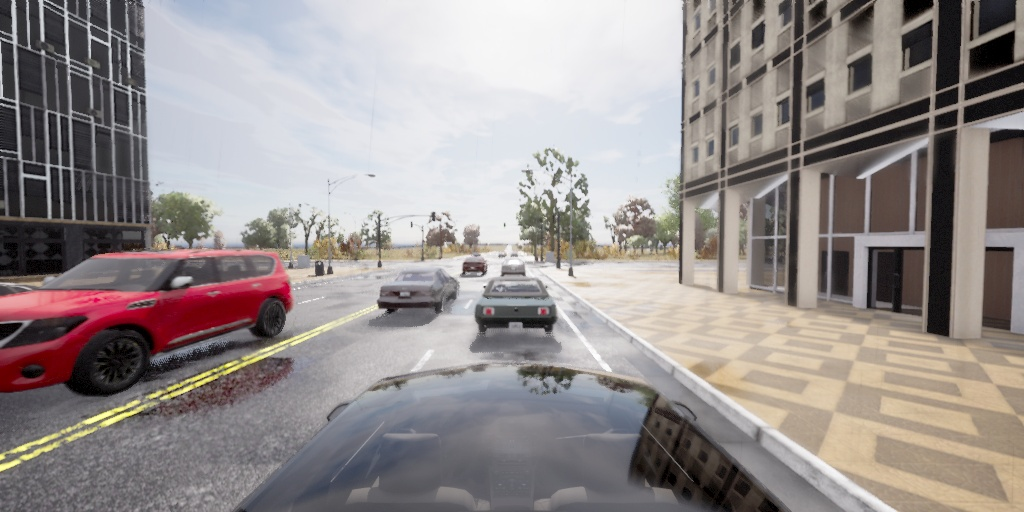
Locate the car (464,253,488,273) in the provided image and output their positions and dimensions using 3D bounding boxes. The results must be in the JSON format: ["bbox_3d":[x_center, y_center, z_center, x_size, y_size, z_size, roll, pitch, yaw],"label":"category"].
[{"bbox_3d":[-3.155,0.763,31.099,1.882,1.535,5.008,0,1,0],"label":"car"}]

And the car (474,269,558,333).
[{"bbox_3d":[0.095,1.220,10.176,1.895,1.301,4.718,0,1,0],"label":"car"}]

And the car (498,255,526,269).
[{"bbox_3d":[0.098,0.888,27.656,2.033,1.411,5.357,0,1,0],"label":"car"}]

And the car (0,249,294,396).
[{"bbox_3d":[-6.599,0.893,6.803,2.150,2.045,5.566,0,1,0],"label":"car"}]

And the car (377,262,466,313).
[{"bbox_3d":[-3.152,1.121,13.053,2.033,1.411,5.357,0,1,0],"label":"car"}]

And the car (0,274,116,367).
[{"bbox_3d":[-9.849,1.194,5.632,1.837,1.490,4.892,0,1,0],"label":"car"}]

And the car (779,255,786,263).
[{"bbox_3d":[39.183,0.296,47.942,4.553,1.767,2.097,0,2,3],"label":"car"}]

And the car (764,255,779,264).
[{"bbox_3d":[37.573,0.444,51.278,4.718,1.301,1.895,0,2,3],"label":"car"}]
